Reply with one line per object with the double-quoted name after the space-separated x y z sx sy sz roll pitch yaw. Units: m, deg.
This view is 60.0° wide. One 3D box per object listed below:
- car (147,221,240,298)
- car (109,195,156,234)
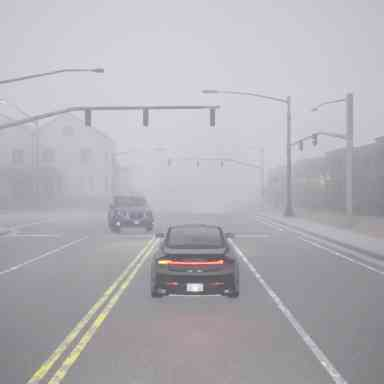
0.077 1.505 8.528 1.837 1.490 4.892 0 0 1 "car"
-3.717 1.221 19.924 2.150 2.045 5.566 1 0 -18 "car"
